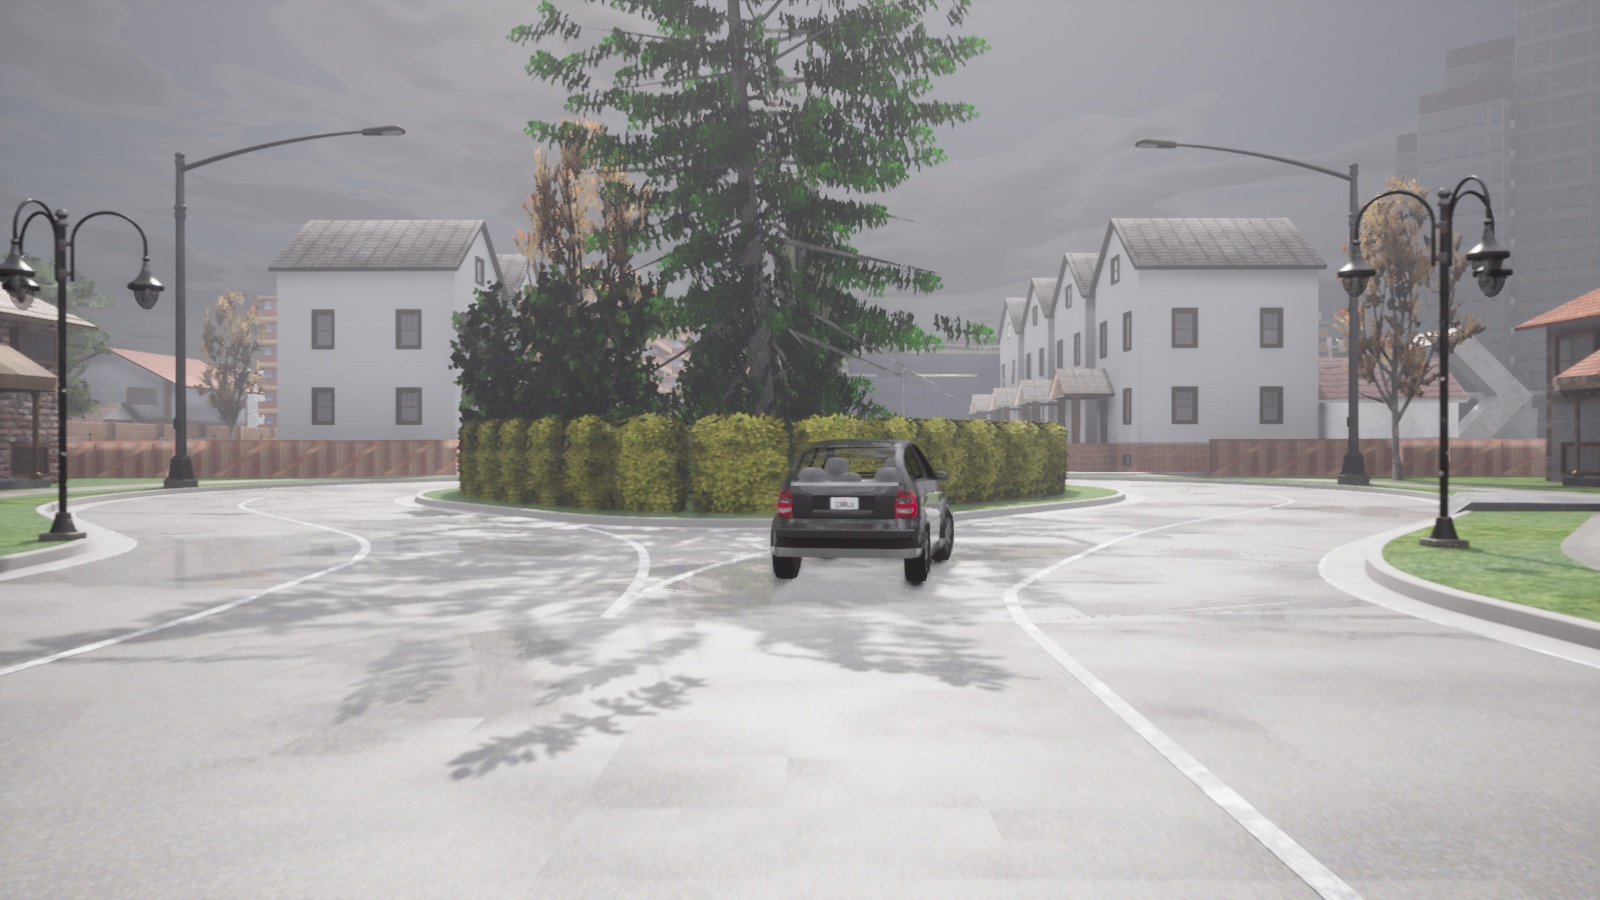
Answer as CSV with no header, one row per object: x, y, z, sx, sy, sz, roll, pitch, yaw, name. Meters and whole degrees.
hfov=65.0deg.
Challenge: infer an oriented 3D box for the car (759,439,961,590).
0.842,0.653,14.846,1.789,1.549,3.705,0,0,12,car
